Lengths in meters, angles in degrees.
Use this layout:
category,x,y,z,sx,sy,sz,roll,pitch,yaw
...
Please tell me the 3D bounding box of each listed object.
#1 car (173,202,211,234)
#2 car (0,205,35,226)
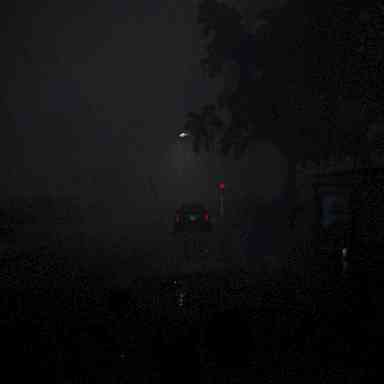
category,x,y,z,sx,sy,sz,roll,pitch,yaw
car,0.043,1.447,20.078,2.097,1.767,4.553,0,0,1
car,-12.879,1.455,20.918,5.357,1.415,2.033,0,0,3
